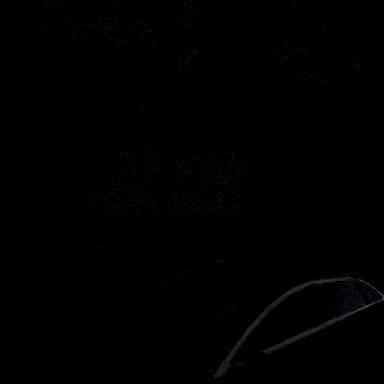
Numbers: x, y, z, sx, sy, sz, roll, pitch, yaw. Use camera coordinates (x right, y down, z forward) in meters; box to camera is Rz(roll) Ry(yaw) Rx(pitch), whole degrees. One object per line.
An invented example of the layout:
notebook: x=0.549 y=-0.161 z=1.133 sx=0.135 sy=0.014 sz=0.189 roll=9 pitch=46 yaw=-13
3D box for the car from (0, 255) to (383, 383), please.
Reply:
car: x=0.544 y=1.514 z=3.465 sx=4.902 sy=1.511 sz=2.128 roll=1 pitch=0 yaw=-36
